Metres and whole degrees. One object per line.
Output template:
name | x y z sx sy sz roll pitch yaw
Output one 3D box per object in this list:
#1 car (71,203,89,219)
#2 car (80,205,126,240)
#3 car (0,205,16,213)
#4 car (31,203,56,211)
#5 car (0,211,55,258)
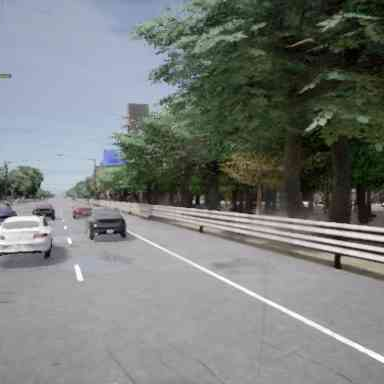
car | -11.159 1.875 33.738 1.812 1.442 4.674 0 -1 -22
car | -4.905 1.681 18.449 1.837 1.490 4.892 0 0 -22
car | -17.425 1.916 30.562 1.994 1.385 4.181 0 -1 -22
car | -14.059 1.849 31.581 1.837 1.490 4.892 0 -1 -22
car | -6.273 1.630 12.540 1.812 1.442 4.674 0 -2 -22
